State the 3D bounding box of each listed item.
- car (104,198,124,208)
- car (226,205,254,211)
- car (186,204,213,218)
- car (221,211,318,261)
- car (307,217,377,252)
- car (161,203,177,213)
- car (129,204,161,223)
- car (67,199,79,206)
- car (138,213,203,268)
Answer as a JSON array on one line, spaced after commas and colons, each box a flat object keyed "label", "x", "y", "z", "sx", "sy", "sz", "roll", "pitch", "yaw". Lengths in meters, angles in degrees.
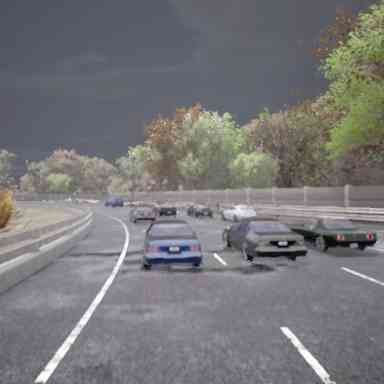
[{"label": "car", "x": -15.757, "y": 2.180, "z": 66.987, "sx": 2.150, "sy": 2.045, "sz": 5.566, "roll": 0, "pitch": -1, "yaw": -37}, {"label": "car", "x": 4.170, "y": 1.910, "z": 29.693, "sx": 1.812, "sy": 1.442, "sz": 4.674, "roll": 0, "pitch": -1, "yaw": -16}, {"label": "car", "x": 0.748, "y": 2.000, "z": 35.476, "sx": 1.812, "sy": 1.442, "sz": 4.674, "roll": 0, "pitch": -1, "yaw": -16}, {"label": "car", "x": 2.578, "y": 1.715, "z": 13.058, "sx": 2.033, "sy": 1.411, "sz": 5.357, "roll": 0, "pitch": -1, "yaw": -7}, {"label": "car", "x": 5.829, "y": 1.779, "z": 14.822, "sx": 1.895, "sy": 1.301, "sz": 4.718, "roll": 0, "pitch": -1, "yaw": -9}, {"label": "car", "x": -3.127, "y": 1.979, "z": 36.439, "sx": 1.882, "sy": 1.535, "sz": 5.008, "roll": 0, "pitch": -1, "yaw": -19}, {"label": "car", "x": -4.507, "y": 1.963, "z": 29.659, "sx": 2.033, "sy": 1.411, "sz": 5.357, "roll": 0, "pitch": -1, "yaw": -17}, {"label": "car", "x": -31.204, "y": 2.637, "z": 86.841, "sx": 2.097, "sy": 1.767, "sz": 4.553, "roll": 0, "pitch": -1, "yaw": -36}, {"label": "car", "x": -0.808, "y": 1.712, "z": 12.045, "sx": 2.033, "sy": 1.411, "sz": 5.357, "roll": 0, "pitch": -1, "yaw": -7}]
